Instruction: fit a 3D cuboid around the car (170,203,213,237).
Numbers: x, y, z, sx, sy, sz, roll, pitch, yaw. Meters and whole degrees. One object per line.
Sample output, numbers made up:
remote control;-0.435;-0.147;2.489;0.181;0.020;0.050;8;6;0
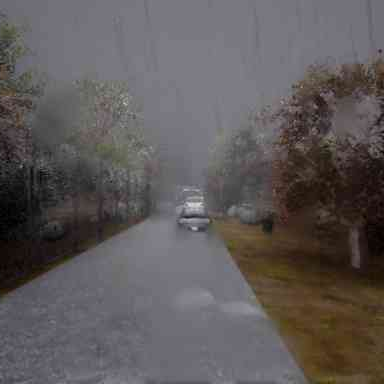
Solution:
car;0.134;1.596;18.670;2.128;1.511;4.902;0;-1;0

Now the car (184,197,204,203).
car;0.253;1.619;38.372;2.150;2.045;5.566;0;-1;0

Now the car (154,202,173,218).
car;-2.737;1.796;33.886;1.882;1.535;5.008;0;-1;0
